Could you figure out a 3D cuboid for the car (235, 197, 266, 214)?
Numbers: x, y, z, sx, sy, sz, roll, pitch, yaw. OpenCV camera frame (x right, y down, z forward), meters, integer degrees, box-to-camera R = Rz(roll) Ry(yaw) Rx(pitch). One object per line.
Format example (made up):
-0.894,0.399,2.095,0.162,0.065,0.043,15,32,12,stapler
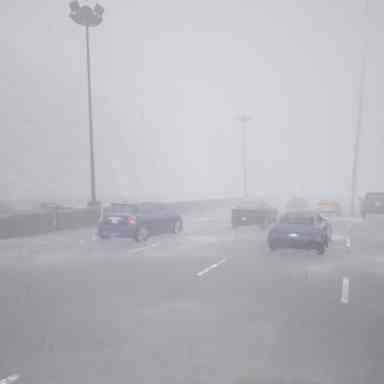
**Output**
5.794,1.243,32.327,1.812,1.442,4.674,0,0,26,car

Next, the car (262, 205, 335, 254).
4.376,1.448,13.210,1.994,1.385,4.181,0,1,26,car

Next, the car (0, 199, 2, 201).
-14.380,1.359,23.125,1.994,1.385,4.181,0,1,26,car

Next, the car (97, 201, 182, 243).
-2.252,1.215,15.576,2.097,1.767,4.553,0,1,26,car

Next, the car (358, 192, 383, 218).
14.654,0.993,26.518,2.150,2.045,5.566,0,1,26,car

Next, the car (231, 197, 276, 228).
3.934,1.299,20.372,1.882,1.535,5.008,0,0,26,car

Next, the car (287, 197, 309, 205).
11.668,1.229,36.471,2.033,1.411,5.357,0,0,26,car

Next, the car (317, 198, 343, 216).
12.107,1.222,29.303,1.882,1.535,5.008,0,0,26,car

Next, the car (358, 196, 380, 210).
20.124,1.234,37.905,1.994,1.385,4.181,0,0,26,car

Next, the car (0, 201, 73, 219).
-10.578,1.398,22.960,1.895,1.301,4.718,0,1,26,car
